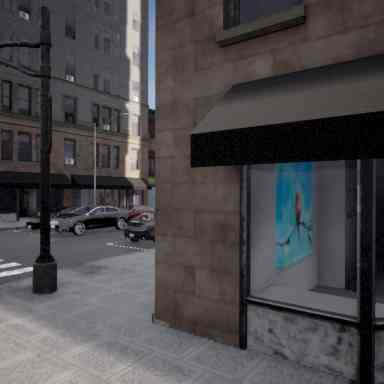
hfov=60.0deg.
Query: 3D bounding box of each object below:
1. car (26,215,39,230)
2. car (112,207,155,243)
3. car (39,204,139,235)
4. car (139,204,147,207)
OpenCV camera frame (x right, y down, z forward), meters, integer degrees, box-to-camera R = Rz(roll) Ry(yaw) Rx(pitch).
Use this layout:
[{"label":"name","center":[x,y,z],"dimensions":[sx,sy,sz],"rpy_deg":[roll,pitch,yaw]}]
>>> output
[{"label":"car","center":[-7.809,1.563,20.337],"dimensions":[1.947,1.339,4.313],"rpy_deg":[0,0,35]},{"label":"car","center":[-1.266,1.573,15.691],"dimensions":[2.008,1.369,4.403],"rpy_deg":[0,0,35]},{"label":"car","center":[-5.680,1.497,18.953],"dimensions":[2.128,1.511,4.902],"rpy_deg":[0,0,35]},{"label":"car","center":[-4.520,1.583,24.970],"dimensions":[1.802,1.307,4.206],"rpy_deg":[0,0,35]}]
